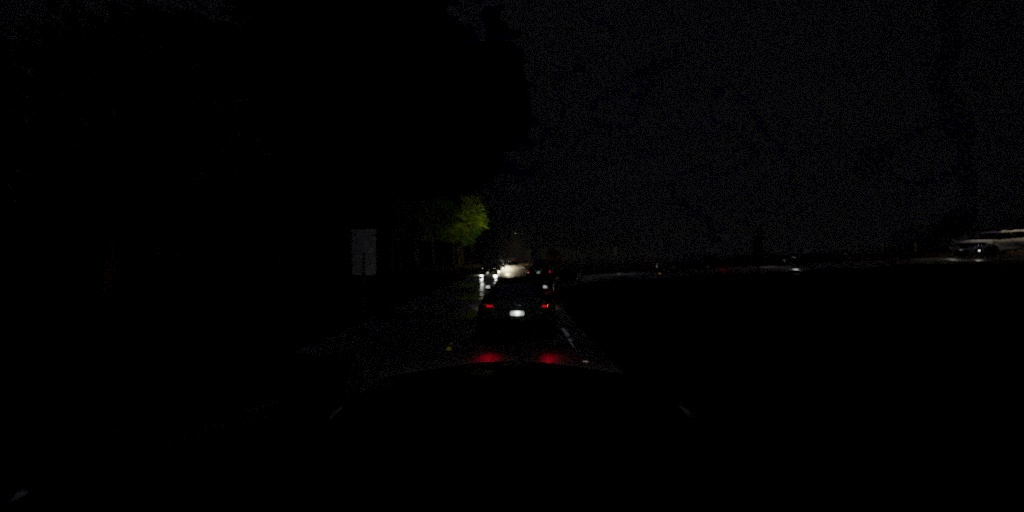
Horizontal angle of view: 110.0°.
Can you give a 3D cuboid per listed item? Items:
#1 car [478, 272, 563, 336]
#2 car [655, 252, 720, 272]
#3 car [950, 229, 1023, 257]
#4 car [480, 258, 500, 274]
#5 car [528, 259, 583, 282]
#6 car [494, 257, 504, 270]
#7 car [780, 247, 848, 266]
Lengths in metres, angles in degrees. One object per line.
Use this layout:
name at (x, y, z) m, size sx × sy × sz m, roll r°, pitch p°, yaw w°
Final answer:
car at (0.129, 1.317, 10.391) m, size 1.994 × 1.385 × 4.181 m, roll 0°, pitch 0°, yaw 0°
car at (14.290, 0.472, 29.338) m, size 4.902 × 1.511 × 2.128 m, roll -3°, pitch 1°, yaw 1°
car at (39.115, -1.016, 28.974) m, size 5.566 × 2.045 × 2.150 m, roll -4°, pitch 1°, yaw 1°
car at (-2.625, 1.297, 41.862) m, size 1.837 × 1.490 × 4.892 m, roll 0°, pitch 0°, yaw -1°
car at (2.910, 0.969, 23.905) m, size 2.097 × 1.767 × 4.553 m, roll -1°, pitch 2°, yaw 36°
car at (-2.625, 1.291, 52.499) m, size 1.882 × 1.535 × 5.008 m, roll 0°, pitch 0°, yaw 1°
car at (24.520, 0.000, 29.196) m, size 4.674 × 1.442 × 1.812 m, roll -3°, pitch 1°, yaw 1°
